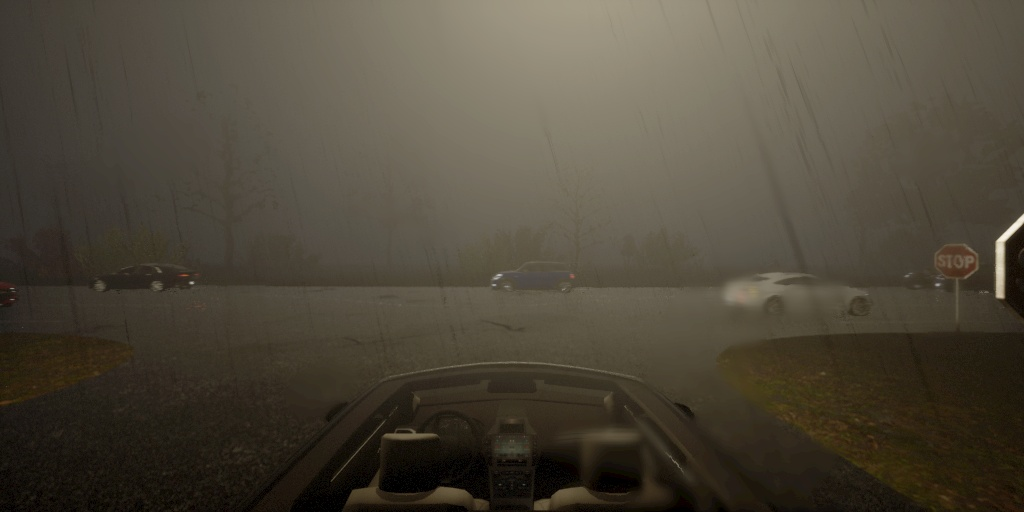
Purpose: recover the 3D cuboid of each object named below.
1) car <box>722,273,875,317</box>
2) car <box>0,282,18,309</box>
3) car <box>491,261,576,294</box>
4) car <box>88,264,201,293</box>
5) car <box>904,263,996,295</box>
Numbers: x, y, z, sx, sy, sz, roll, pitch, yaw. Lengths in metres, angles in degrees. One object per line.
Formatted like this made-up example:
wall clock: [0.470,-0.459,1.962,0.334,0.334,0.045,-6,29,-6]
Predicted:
car: [10.073,1.328,12.824,4.674,1.442,1.812,0,0,-1]
car: [-20.310,1.156,12.293,5.008,1.535,1.882,0,0,-1]
car: [1.133,1.105,19.678,4.553,1.767,2.097,0,0,-1]
car: [-19.666,1.186,19.307,4.892,1.490,1.837,0,0,-1]
car: [25.057,1.181,20.135,4.553,1.767,2.097,0,0,-1]
